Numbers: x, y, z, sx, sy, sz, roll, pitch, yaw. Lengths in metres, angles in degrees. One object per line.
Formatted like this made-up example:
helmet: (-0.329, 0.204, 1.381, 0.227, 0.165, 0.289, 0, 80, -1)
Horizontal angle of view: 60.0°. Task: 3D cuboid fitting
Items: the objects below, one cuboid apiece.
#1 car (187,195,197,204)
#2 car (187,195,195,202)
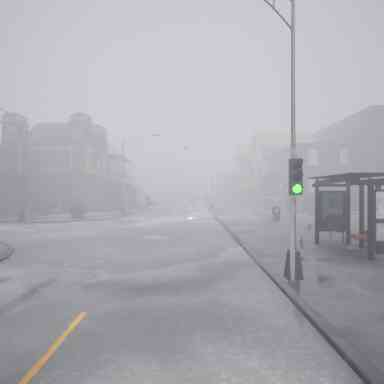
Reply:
car: (-0.027, 1.548, 65.711, 2.033, 1.411, 5.357, 0, 0, 0)
car: (-0.152, 1.501, 77.266, 1.837, 1.490, 4.892, 0, 0, 0)
